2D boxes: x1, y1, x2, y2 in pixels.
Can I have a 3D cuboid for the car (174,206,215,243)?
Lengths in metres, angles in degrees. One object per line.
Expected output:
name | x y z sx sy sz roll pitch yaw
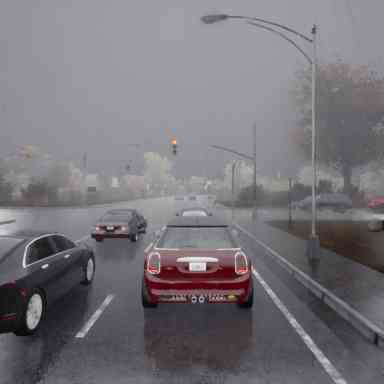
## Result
car | 0.116 1.526 17.111 1.812 1.442 4.674 0 0 0

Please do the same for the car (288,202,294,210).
car | 14.025 1.504 39.933 4.892 1.490 1.837 0 0 3

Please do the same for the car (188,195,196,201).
car | 0.085 1.500 84.990 1.837 1.490 4.892 0 0 0

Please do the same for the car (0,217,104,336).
car | -3.392 1.505 6.659 1.837 1.490 4.892 0 0 0

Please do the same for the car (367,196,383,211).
car | 23.859 1.211 39.391 5.566 2.045 2.150 0 0 3

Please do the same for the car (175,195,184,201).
car | -3.413 1.545 85.313 1.994 1.385 4.181 0 0 0

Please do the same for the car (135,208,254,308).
car | 0.107 1.352 8.072 2.097 1.767 4.553 0 0 0

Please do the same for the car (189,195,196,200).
car | 0.137 1.524 95.344 1.812 1.442 4.674 0 0 1

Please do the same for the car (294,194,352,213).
car | 14.501 1.221 36.398 5.566 2.045 2.150 0 0 3

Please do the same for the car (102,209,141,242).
car | -3.386 1.547 16.317 2.033 1.411 5.357 0 0 0

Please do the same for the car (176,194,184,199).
car | -3.364 1.402 95.340 1.994 1.385 4.181 0 0 1
